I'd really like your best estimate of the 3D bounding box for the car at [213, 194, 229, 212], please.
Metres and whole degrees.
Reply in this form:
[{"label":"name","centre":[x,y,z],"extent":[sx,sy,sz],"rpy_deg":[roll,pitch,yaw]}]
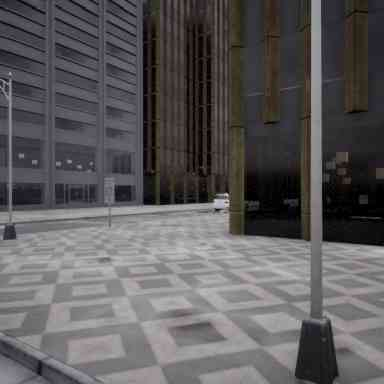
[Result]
[{"label":"car","centre":[4.490,1.242,37.602],"extent":[2.150,2.045,5.566],"rpy_deg":[0,0,36]}]
